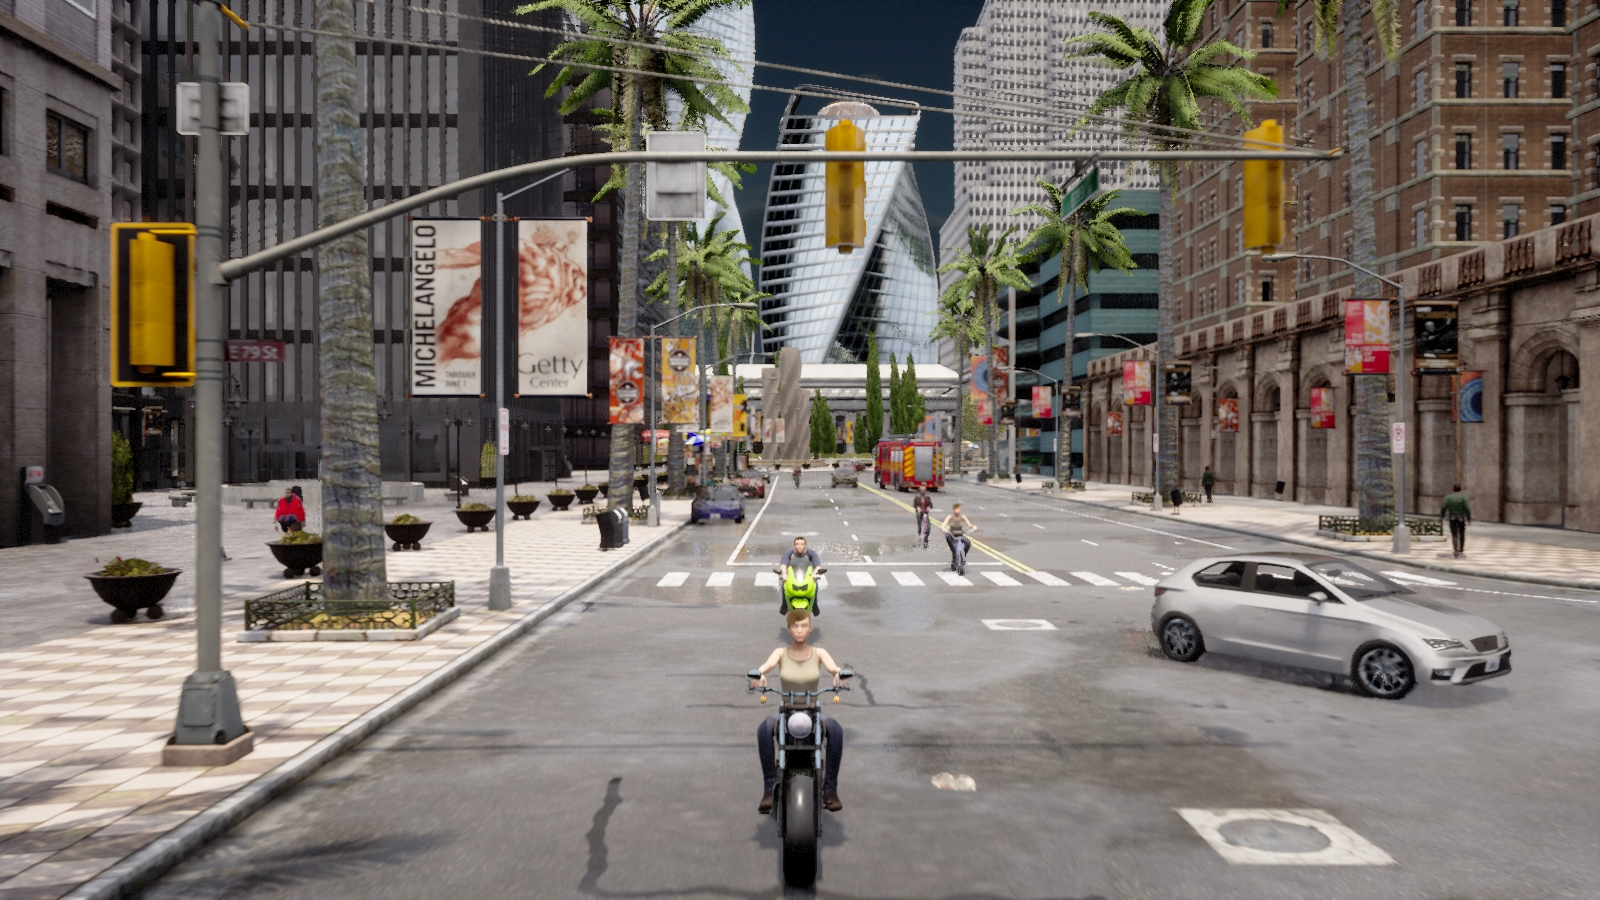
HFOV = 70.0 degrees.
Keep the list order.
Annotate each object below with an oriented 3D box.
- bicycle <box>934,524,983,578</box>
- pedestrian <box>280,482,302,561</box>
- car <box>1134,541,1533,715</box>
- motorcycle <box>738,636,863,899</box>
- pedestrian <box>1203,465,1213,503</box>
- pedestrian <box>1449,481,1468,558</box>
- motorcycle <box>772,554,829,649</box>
[{"bbox_3d":[3.540,2.256,25.642,0.859,1.080,1.487,0,0,-1],"label":"bicycle"},{"bbox_3d":[-12.204,1.703,27.417,0.375,1.860,0.375,0,0,-3],"label":"pedestrian"},{"bbox_3d":[6.473,2.065,14.326,1.816,1.474,4.193,0,0,-34],"label":"car"},{"bbox_3d":[0.002,2.170,8.188,0.764,1.277,2.356,0,0,0],"label":"motorcycle"},{"bbox_3d":[20.245,1.696,56.670,0.375,1.860,0.375,0,0,0],"label":"pedestrian"},{"bbox_3d":[16.135,1.696,28.003,0.375,1.860,0.375,0,0,36],"label":"pedestrian"},{"bbox_3d":[0.002,2.212,17.020,0.803,1.145,2.033,0,0,0],"label":"motorcycle"}]
